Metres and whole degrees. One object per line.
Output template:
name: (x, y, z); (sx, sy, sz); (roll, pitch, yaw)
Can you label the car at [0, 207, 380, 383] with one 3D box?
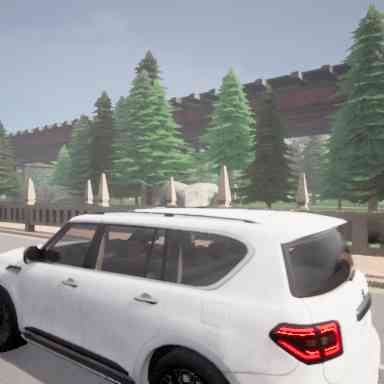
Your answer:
car: (-0.662, 1.223, 4.482); (5.566, 2.045, 2.150); (0, 0, 36)
